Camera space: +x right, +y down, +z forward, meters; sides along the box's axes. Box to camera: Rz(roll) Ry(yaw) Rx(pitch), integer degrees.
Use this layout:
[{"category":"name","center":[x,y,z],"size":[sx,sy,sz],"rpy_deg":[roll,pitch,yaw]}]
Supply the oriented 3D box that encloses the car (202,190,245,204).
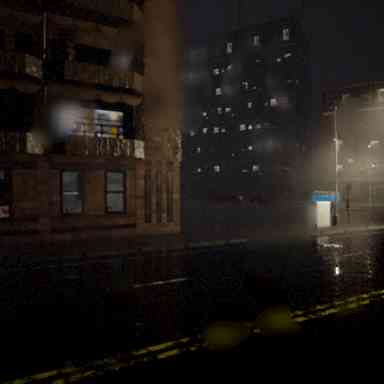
[{"category":"car","center":[4.448,0.692,44.342],"size":[5.009,1.841,2.192],"rpy_deg":[1,0,29]}]

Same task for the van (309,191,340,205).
[{"category":"van","center":[18.462,0.809,46.077],"size":[3.998,1.788,1.690],"rpy_deg":[1,0,29]}]

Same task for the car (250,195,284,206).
[{"category":"car","center":[9.353,1.044,41.581],"size":[4.206,1.307,1.802],"rpy_deg":[1,0,29]}]

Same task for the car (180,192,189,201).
[{"category":"car","center":[-3.187,0.416,51.599],"size":[5.566,2.045,2.150],"rpy_deg":[1,1,30]}]

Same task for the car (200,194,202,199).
[{"category":"car","center":[3.734,0.529,54.355],"size":[5.009,1.841,2.192],"rpy_deg":[1,0,29]}]
